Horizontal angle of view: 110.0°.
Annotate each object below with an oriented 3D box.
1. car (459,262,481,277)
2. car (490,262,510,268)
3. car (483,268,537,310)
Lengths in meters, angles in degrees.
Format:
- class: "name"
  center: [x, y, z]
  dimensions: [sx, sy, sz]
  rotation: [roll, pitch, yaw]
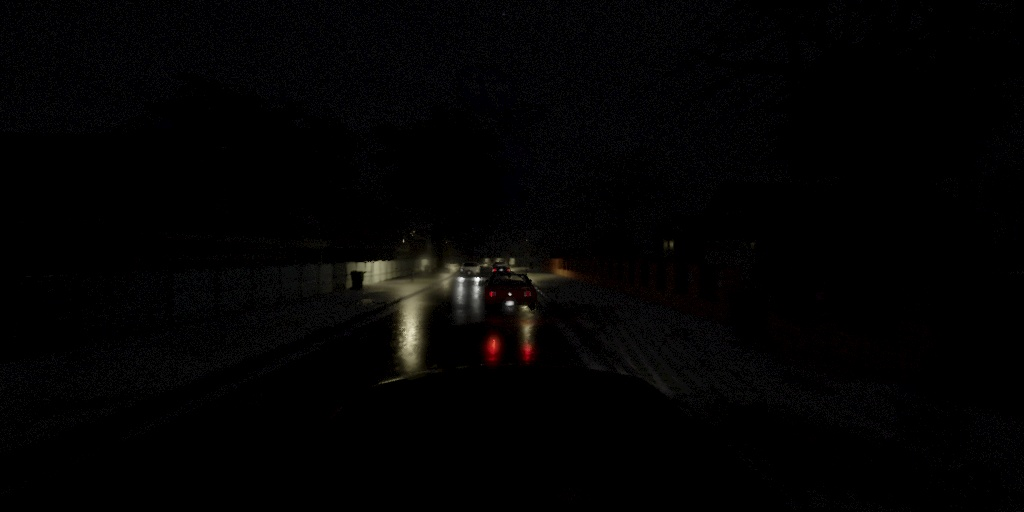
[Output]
- class: "car"
  center: [-4.066, 1.281, 35.155]
  dimensions: [1.812, 1.442, 4.674]
  rotation: [0, 0, -4]
- class: "car"
  center: [-1.116, 1.298, 34.478]
  dimensions: [2.033, 1.411, 5.357]
  rotation: [0, 0, -4]
- class: "car"
  center: [-0.125, 1.347, 14.644]
  dimensions: [1.895, 1.301, 4.718]
  rotation: [0, 0, -2]
